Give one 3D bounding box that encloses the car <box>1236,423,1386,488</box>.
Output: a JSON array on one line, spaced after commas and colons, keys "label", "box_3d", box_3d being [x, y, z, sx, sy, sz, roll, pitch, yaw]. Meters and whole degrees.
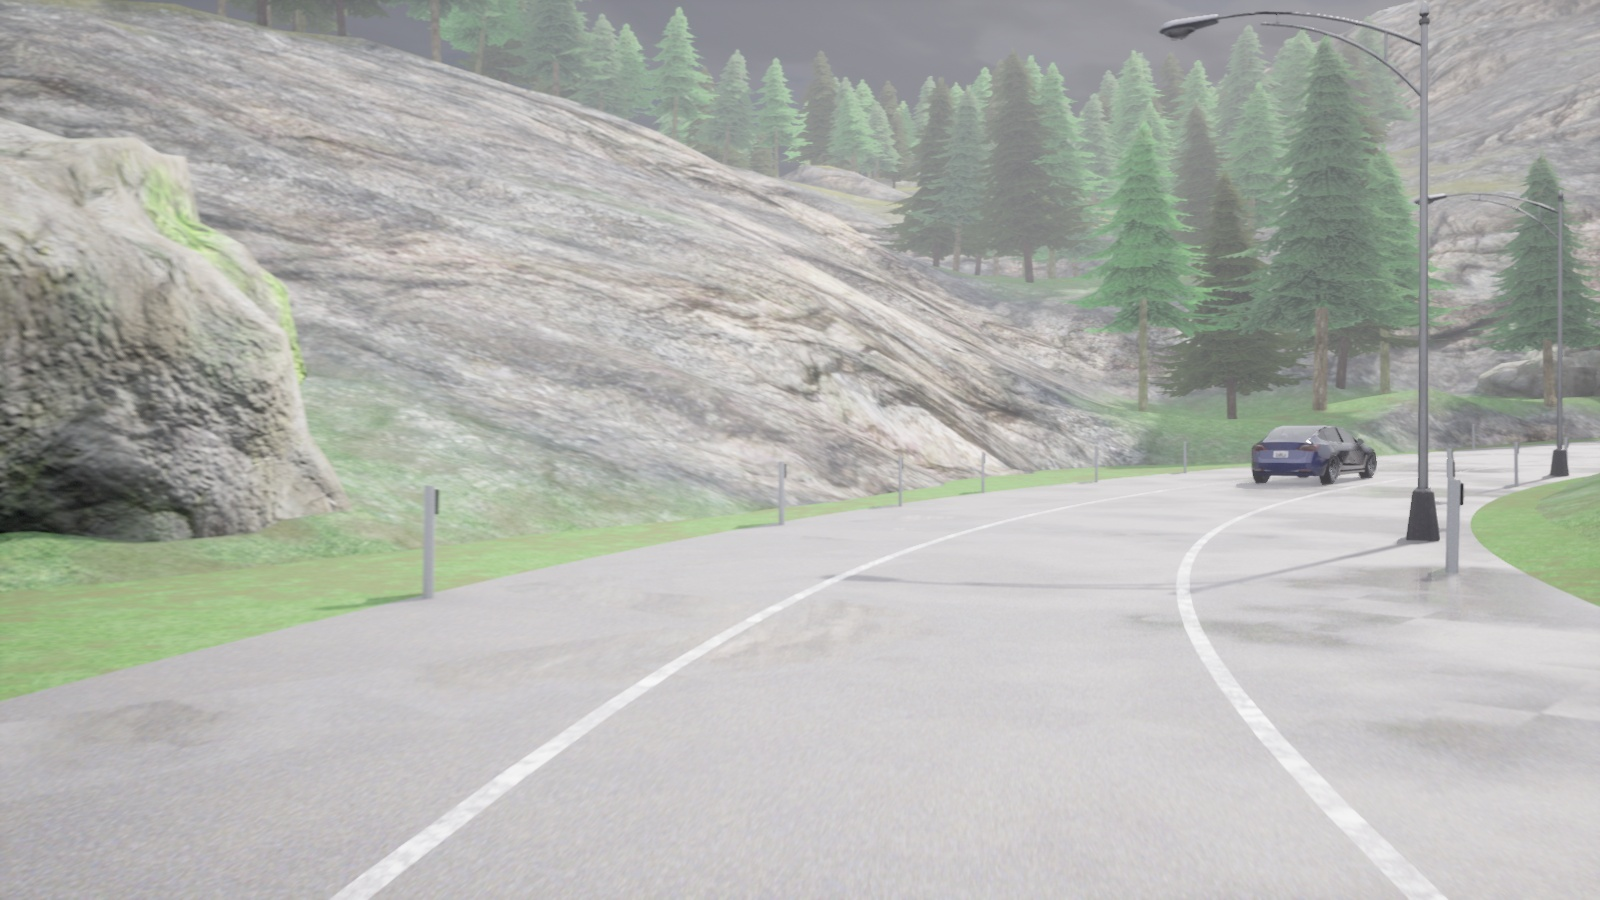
[{"label": "car", "box_3d": [13.439, 0.090, 32.871, 2.163, 1.488, 4.792, 0, 2, 41]}]
